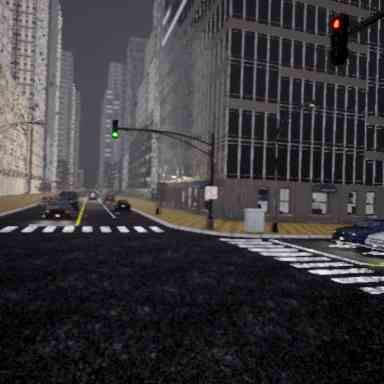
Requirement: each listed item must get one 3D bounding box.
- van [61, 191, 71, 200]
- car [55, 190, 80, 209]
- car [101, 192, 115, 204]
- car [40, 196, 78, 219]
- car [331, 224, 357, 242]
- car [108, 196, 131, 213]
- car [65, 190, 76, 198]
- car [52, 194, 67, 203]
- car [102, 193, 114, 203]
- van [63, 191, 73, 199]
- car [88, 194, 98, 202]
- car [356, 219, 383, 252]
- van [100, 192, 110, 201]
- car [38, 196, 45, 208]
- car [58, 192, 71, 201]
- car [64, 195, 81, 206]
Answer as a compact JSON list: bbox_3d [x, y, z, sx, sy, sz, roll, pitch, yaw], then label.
[{"bbox_3d":[-26.576,0.653,70.399,1.690,1.788,3.998,2,0,-17],"label":"van"},{"bbox_3d":[-13.549,0.892,36.572,2.150,2.045,5.566,2,0,-17],"label":"car"},{"bbox_3d":[-14.160,1.029,56.878,2.192,1.841,5.009,2,0,-17],"label":"car"},{"bbox_3d":[-10.398,1.294,26.309,2.033,1.411,5.357,2,0,-18],"label":"car"},{"bbox_3d":[10.803,2.321,19.300,5.357,1.411,2.033,3,-1,-20],"label":"car"},{"bbox_3d":[-7.601,1.444,35.766,1.947,1.339,4.313,2,0,-17],"label":"car"},{"bbox_3d":[-31.465,0.498,86.243,2.192,1.841,5.009,2,0,-17],"label":"car"},{"bbox_3d":[-21.693,1.006,54.553,1.947,1.339,4.313,2,0,-17],"label":"car"},{"bbox_3d":[-15.794,1.111,62.160,1.967,1.590,4.097,2,0,-17],"label":"car"},{"bbox_3d":[-28.206,0.610,75.680,1.690,1.788,3.998,2,0,-17],"label":"van"},{"bbox_3d":[-19.265,1.102,64.738,2.033,1.411,5.357,2,0,-17],"label":"car"},{"bbox_3d":[10.431,2.249,15.738,4.674,1.442,1.812,3,-1,-20],"label":"car"},{"bbox_3d":[-19.051,0.927,72.723,1.690,1.788,3.998,2,0,-17],"label":"van"},{"bbox_3d":[-16.803,1.145,38.708,1.802,1.307,4.206,2,0,-17],"label":"car"},{"bbox_3d":[-24.949,0.794,65.117,1.967,1.590,4.097,2,0,-17],"label":"car"},{"bbox_3d":[-16.504,1.199,46.135,1.895,1.301,4.718,2,0,-17],"label":"car"}]
